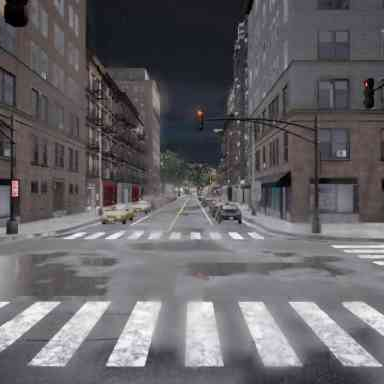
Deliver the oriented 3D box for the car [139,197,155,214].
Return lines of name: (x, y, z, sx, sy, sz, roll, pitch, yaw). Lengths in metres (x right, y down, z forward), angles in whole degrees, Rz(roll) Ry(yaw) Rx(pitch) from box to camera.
car: (-5.382, 1.528, 35.500, 1.752, 1.417, 4.829, 0, 0, 0)

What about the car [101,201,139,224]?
car: (-5.396, 1.526, 24.537, 1.752, 1.417, 4.829, 0, 0, 0)

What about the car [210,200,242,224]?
car: (2.658, 1.552, 24.700, 2.008, 1.369, 4.403, 0, 0, 0)

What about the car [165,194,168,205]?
car: (-5.362, 1.446, 52.117, 1.967, 1.590, 4.097, 0, 0, 0)

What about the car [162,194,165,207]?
car: (-5.369, 1.445, 46.635, 1.967, 1.590, 4.097, 0, 0, 0)

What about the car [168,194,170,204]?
car: (-5.356, 1.557, 57.599, 2.008, 1.369, 4.403, 0, 0, 0)

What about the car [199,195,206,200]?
car: (2.714, 1.597, 90.484, 1.802, 1.307, 4.206, 0, 0, 0)

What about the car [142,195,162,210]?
car: (-5.375, 1.319, 41.153, 2.192, 1.841, 5.009, 0, 0, 0)

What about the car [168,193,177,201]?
car: (-5.315, 1.329, 90.491, 2.192, 1.841, 5.009, 0, 0, 0)

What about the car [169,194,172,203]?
car: (-5.349, 1.573, 63.081, 1.947, 1.339, 4.313, 0, 0, 0)

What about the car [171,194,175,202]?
car: (-5.342, 1.324, 68.563, 2.192, 1.841, 5.009, 0, 0, 0)

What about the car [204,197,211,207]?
car: (2.667, 1.554, 35.664, 2.008, 1.369, 4.403, 0, 0, 0)

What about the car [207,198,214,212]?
car: (2.662, 1.547, 30.182, 1.887, 1.381, 4.507, 0, 0, 0)

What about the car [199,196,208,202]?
car: (2.705, 1.556, 79.520, 1.887, 1.381, 4.507, 0, 0, 0)

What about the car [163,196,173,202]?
car: (-5.336, 1.535, 73.875, 1.752, 1.417, 4.829, 0, 0, 0)

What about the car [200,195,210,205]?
car: (2.681, 1.556, 52.109, 2.008, 1.369, 4.403, 0, 0, 0)
